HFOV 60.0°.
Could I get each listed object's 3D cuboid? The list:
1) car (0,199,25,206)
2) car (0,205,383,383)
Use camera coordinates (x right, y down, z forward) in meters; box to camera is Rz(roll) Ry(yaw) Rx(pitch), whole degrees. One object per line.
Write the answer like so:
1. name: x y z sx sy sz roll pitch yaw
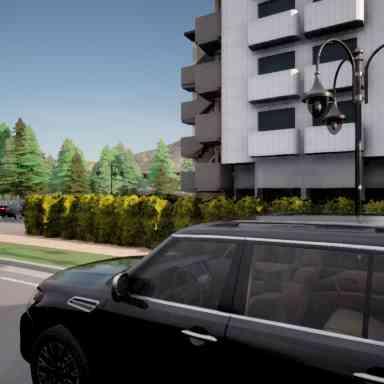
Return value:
1. car: -13.454 1.491 27.603 2.128 1.511 4.902 0 0 33
2. car: 0.714 1.221 3.158 5.566 2.045 2.150 0 0 34
